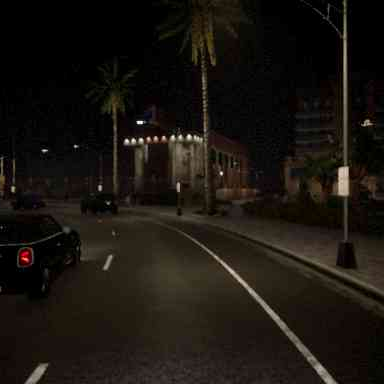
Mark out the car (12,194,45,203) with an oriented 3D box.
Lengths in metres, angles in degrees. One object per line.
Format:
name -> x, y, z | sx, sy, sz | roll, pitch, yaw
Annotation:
car -> -18.633, 1.350, 37.295 | 5.008, 1.535, 1.882 | 0, 0, 43

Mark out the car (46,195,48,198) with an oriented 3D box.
car -> -21.089, 1.413, 43.663 | 4.181, 1.385, 1.994 | 0, 0, 38

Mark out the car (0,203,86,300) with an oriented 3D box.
car -> -4.255, 1.323, 8.370 | 2.097, 1.767, 4.553 | 0, 0, -7

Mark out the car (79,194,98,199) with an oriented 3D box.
car -> -27.059, 1.235, 87.065 | 4.718, 1.301, 1.895 | 0, 0, 22

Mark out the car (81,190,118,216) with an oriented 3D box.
car -> -8.807, 1.096, 31.312 | 2.150, 2.045, 5.566 | 0, 0, -34
